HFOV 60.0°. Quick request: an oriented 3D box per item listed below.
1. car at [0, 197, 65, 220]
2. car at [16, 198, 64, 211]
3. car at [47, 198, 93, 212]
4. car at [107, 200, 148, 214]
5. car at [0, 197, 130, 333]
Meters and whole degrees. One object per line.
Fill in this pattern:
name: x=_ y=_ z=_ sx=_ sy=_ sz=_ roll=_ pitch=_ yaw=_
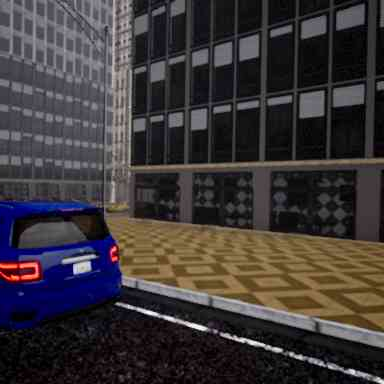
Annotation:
car: x=-14.235 y=1.351 z=29.606 sx=2.192 sy=1.841 sz=5.009 roll=1 pitch=0 yaw=36
car: x=-17.730 y=1.426 z=38.983 sx=1.752 sy=1.417 sz=4.829 roll=1 pitch=0 yaw=36
car: x=-14.326 y=1.482 z=39.215 sx=1.837 sy=1.490 sz=4.892 roll=2 pitch=0 yaw=36
car: x=-7.436 y=1.663 z=38.816 sx=1.752 sy=1.417 sz=4.829 roll=1 pitch=0 yaw=36
car: x=-3.797 y=1.179 z=6.394 sx=5.566 sy=2.045 sz=2.150 roll=0 pitch=0 yaw=35
